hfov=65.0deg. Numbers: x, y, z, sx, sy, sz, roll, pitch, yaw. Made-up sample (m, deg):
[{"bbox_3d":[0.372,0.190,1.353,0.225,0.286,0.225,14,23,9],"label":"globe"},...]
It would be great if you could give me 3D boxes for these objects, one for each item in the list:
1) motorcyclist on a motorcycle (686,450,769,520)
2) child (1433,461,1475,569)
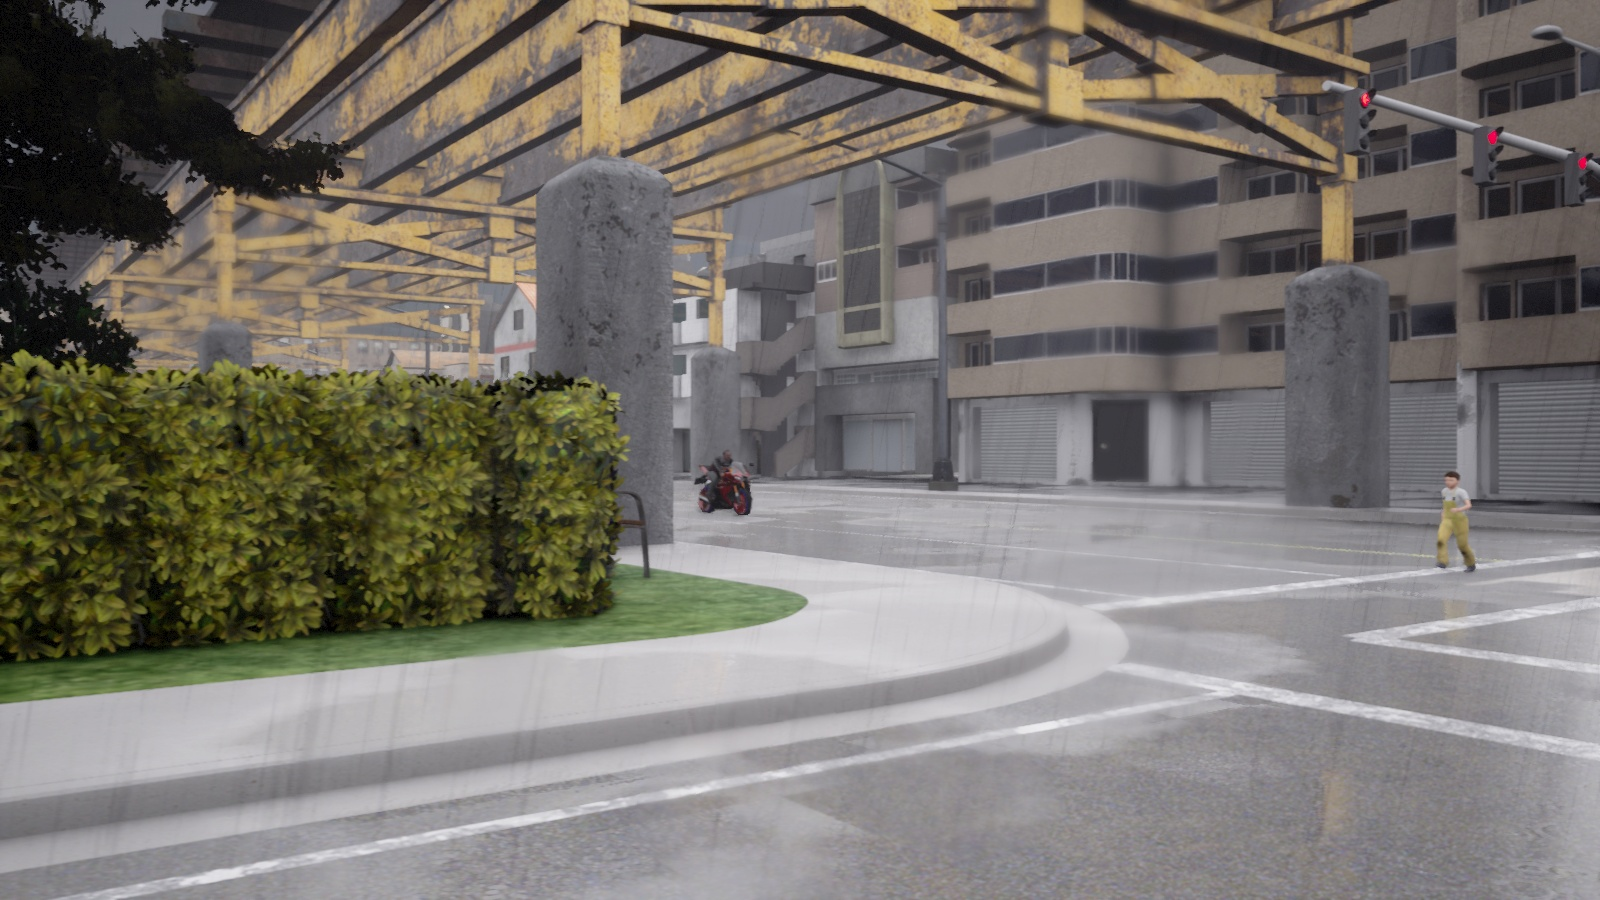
[{"bbox_3d":[-1.690,0.779,28.814,0.866,1.530,2.191,0,0,-35],"label":"motorcyclist on a motorcycle"},{"bbox_3d":[7.835,0.771,15.036,0.437,1.263,0.270,0,0,-36],"label":"child"}]
